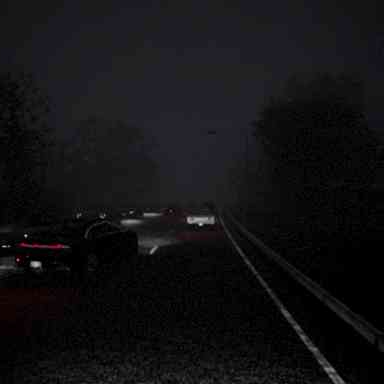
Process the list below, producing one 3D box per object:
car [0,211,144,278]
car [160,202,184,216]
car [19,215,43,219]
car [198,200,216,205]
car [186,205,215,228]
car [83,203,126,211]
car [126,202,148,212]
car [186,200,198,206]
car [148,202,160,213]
[{"bbox_3d":[-3.304,1.587,10.548,2.128,1.511,4.902,1,0,13],"label":"car"},{"bbox_3d":[-2.020,1.859,36.836,1.812,1.442,4.674,0,-1,4],"label":"car"},{"bbox_3d":[-6.858,1.733,14.577,1.895,1.301,4.718,0,-1,2],"label":"car"},{"bbox_3d":[2.202,1.915,45.424,1.837,1.490,4.892,0,-1,5],"label":"car"},{"bbox_3d":[0.695,1.818,23.952,1.895,1.301,4.718,0,-1,3],"label":"car"},{"bbox_3d":[-6.507,1.565,23.543,2.097,1.767,4.553,0,-1,3],"label":"car"},{"bbox_3d":[-5.982,1.799,32.513,1.837,1.490,4.892,0,-1,4],"label":"car"},{"bbox_3d":[0.103,2.133,58.956,1.895,1.301,4.718,0,-1,7],"label":"car"},{"bbox_3d":[-5.207,1.948,42.541,1.994,1.385,4.181,0,-1,5],"label":"car"}]
